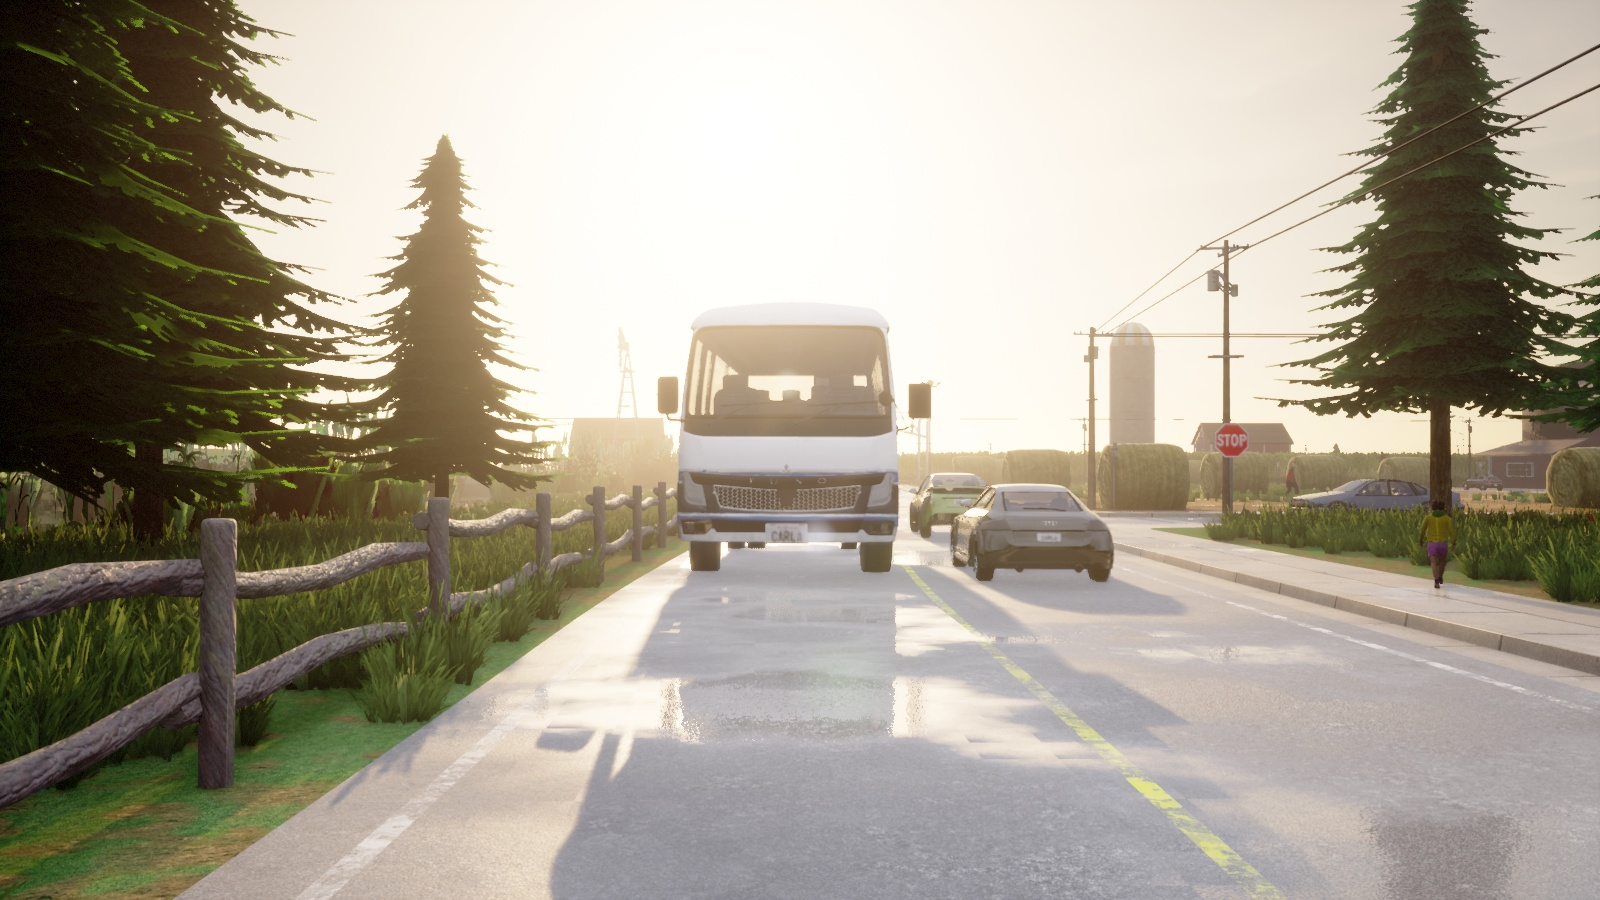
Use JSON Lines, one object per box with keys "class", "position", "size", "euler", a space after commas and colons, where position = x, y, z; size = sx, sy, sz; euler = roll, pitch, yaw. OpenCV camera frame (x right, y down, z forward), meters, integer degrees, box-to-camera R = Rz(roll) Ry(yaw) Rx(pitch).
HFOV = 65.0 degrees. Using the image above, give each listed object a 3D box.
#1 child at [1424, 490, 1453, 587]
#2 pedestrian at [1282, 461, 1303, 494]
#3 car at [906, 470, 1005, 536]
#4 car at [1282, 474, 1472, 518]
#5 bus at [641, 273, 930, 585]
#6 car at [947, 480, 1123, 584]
{"class": "child", "position": [7.860, 1.074, 15.451], "size": [0.299, 1.160, 0.473], "euler": [-1, -1, 27]}
{"class": "pedestrian", "position": [28.079, 1.553, 71.545], "size": [0.634, 1.844, 0.899], "euler": [0, -1, -30]}
{"class": "car", "position": [3.765, 1.260, 31.114], "size": [2.007, 1.525, 4.514], "euler": [0, -1, 1]}
{"class": "car", "position": [19.042, 1.509, 41.586], "size": [5.357, 1.411, 2.033], "euler": [0, -1, -1]}
{"class": "bus", "position": [-0.034, -0.196, 22.298], "size": [3.944, 4.253, 10.273], "euler": [0, -1, 2]}
{"class": "car", "position": [3.486, 1.182, 19.408], "size": [1.994, 1.385, 4.181], "euler": [0, -1, 1]}
